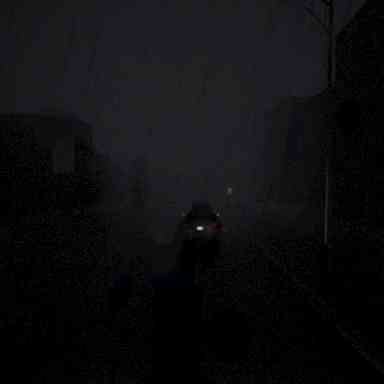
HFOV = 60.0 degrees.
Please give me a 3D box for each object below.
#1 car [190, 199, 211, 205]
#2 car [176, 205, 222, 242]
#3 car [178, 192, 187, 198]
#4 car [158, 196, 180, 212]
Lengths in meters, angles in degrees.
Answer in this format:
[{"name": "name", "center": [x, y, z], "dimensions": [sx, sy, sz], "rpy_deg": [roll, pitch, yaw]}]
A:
[{"name": "car", "center": [0.863, 1.431, 32.648], "dimensions": [1.882, 1.535, 5.008], "rpy_deg": [0, 0, 1]}, {"name": "car", "center": [0.428, 1.542, 16.374], "dimensions": [1.994, 1.385, 4.181], "rpy_deg": [0, 0, 2]}, {"name": "car", "center": [-2.196, 0.930, 79.275], "dimensions": [2.150, 2.045, 5.566], "rpy_deg": [0, 0, 1]}, {"name": "car", "center": [-2.753, 1.469, 38.159], "dimensions": [1.812, 1.442, 4.674], "rpy_deg": [0, 0, 1]}]
